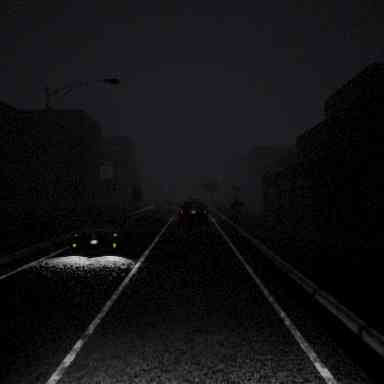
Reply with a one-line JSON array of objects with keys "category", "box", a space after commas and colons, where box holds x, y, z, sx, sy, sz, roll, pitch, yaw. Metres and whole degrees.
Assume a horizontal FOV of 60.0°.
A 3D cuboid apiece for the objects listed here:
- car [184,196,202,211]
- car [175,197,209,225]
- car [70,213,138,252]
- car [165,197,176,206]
[{"category": "car", "box": [0.103, 1.454, 42.079, 2.097, 1.767, 4.553, 0, 0, 0]}, {"category": "car", "box": [0.098, 1.388, 24.400, 2.097, 1.767, 4.553, 0, 0, 0]}, {"category": "car", "box": [-3.469, 1.577, 13.774, 1.994, 1.385, 4.181, 0, 0, 0]}, {"category": "car", "box": [-3.560, 1.667, 56.954, 1.837, 1.490, 4.892, 0, 0, 0]}]
